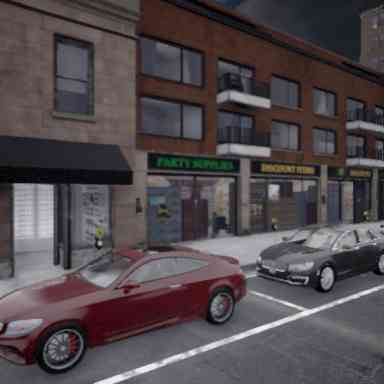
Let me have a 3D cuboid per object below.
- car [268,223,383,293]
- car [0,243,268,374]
[{"bbox_3d":[3.590,1.537,8.746,4.403,1.369,2.008,0,0,-35],"label":"car"},{"bbox_3d":[-0.904,1.578,5.542,4.206,1.307,1.802,0,0,-35],"label":"car"}]
